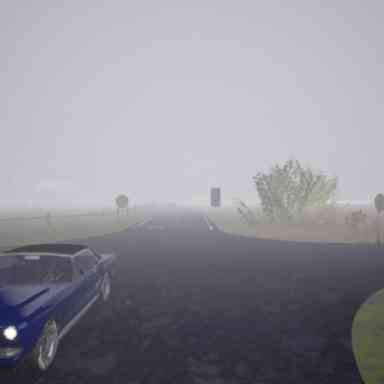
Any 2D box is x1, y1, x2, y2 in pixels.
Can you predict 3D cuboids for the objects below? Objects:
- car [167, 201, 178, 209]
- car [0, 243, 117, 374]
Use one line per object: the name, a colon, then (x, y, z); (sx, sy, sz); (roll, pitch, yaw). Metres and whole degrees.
car: (-3.607, 2.308, 61.119); (1.895, 1.301, 4.718); (0, -1, -4)
car: (-2.755, 1.681, 5.859); (1.895, 1.301, 4.718); (0, -1, 0)
